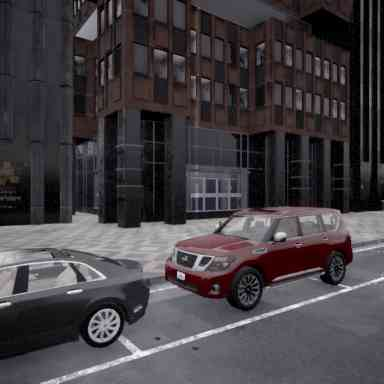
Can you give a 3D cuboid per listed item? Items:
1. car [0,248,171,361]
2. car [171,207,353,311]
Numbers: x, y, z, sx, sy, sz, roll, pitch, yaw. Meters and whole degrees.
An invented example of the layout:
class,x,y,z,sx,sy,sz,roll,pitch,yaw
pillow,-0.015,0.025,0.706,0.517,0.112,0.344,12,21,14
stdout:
class,x,y,z,sx,sy,sz,roll,pitch,yaw
car,-2.737,1.551,4.695,4.403,1.369,2.008,0,0,-35
car,1.831,1.315,7.951,5.009,1.841,2.192,0,0,-35
